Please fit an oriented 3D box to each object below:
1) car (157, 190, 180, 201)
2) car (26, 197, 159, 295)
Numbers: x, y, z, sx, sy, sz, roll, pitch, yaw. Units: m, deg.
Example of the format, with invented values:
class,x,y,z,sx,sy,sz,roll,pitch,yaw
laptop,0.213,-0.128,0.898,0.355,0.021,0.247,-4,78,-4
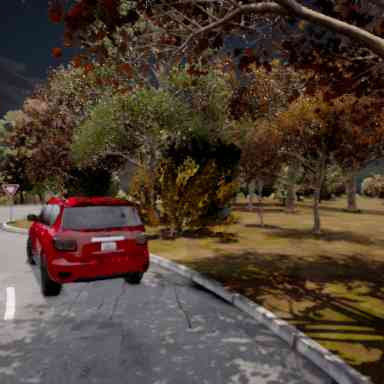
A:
class,x,y,z,sx,sy,sz,roll,pitch,yaw
car,-4.994,0.701,70.336,2.150,2.045,5.566,0,1,29
car,-3.002,1.151,8.907,2.150,2.045,5.566,0,0,-30
